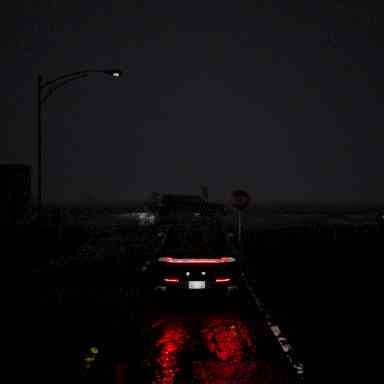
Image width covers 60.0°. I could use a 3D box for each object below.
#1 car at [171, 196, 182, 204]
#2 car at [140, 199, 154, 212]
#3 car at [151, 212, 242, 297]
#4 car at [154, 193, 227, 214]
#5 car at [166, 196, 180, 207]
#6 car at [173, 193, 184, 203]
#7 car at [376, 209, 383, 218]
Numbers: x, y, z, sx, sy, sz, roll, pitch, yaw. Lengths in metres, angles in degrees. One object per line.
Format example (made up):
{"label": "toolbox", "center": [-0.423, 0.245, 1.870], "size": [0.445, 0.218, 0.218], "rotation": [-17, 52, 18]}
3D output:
{"label": "car", "center": [-2.995, 1.558, 64.102], "size": [1.812, 1.442, 4.674], "rotation": [0, 0, 0]}
{"label": "car", "center": [-4.224, 1.499, 38.097], "size": [2.128, 1.511, 4.902], "rotation": [0, 0, 17]}
{"label": "car", "center": [0.089, 1.491, 8.536], "size": [2.128, 1.511, 4.902], "rotation": [0, 0, 0]}
{"label": "car", "center": [0.011, 1.222, 26.785], "size": [5.566, 2.045, 2.150], "rotation": [0, 0, 0]}
{"label": "car", "center": [-2.978, 1.499, 52.769], "size": [1.882, 1.535, 5.008], "rotation": [0, 0, 0]}
{"label": "car", "center": [-3.003, 1.271, 74.925], "size": [2.150, 2.045, 5.566], "rotation": [0, 0, 0]}
{"label": "car", "center": [17.632, 1.699, 26.757], "size": [4.718, 1.301, 1.895], "rotation": [0, 1, 0]}
